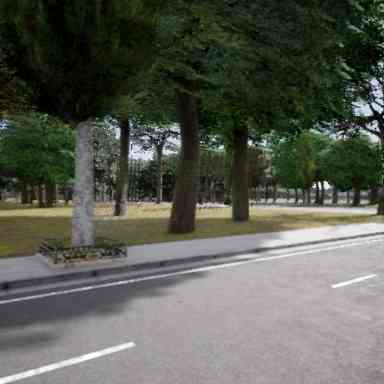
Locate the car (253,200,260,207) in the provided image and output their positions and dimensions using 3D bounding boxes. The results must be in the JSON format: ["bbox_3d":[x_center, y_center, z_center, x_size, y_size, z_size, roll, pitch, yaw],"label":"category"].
[{"bbox_3d":[11.227,2.073,66.134,1.882,1.535,5.008,1,-1,-36],"label":"car"}]

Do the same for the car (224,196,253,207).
[{"bbox_3d":[8.576,1.808,64.241,2.150,2.045,5.566,1,-1,-35],"label":"car"}]
